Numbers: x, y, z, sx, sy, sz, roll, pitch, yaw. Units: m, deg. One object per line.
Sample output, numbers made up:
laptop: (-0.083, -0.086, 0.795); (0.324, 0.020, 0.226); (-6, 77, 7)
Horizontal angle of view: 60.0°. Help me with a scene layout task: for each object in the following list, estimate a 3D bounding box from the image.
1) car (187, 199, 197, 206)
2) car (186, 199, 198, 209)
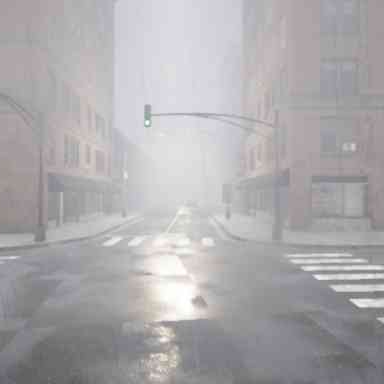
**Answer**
car: (-0.027, 2.021, 63.958); (1.895, 1.301, 4.718); (0, 0, 0)
car: (-0.022, 1.900, 53.507); (2.033, 1.411, 5.357); (0, 0, 0)
